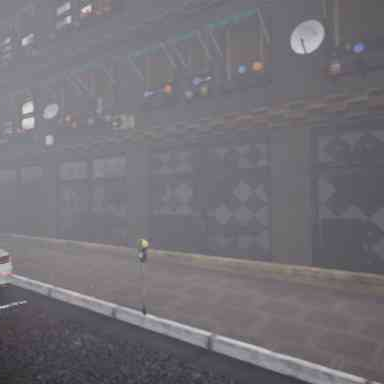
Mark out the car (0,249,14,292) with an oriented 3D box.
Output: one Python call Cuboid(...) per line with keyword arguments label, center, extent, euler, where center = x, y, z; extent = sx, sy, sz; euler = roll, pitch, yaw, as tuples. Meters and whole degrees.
Cuboid(label="car", center=(-5.764, 1.471, 7.395), extent=(4.674, 1.442, 1.812), euler=(0, 0, 35))
